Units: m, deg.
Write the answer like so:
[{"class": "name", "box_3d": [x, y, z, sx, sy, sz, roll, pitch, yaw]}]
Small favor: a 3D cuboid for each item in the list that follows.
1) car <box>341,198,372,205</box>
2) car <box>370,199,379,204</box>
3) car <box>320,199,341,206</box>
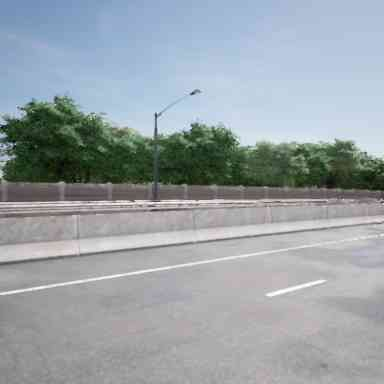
[{"class": "car", "box_3d": [20.537, 1.514, 40.011, 4.553, 1.767, 2.097, 1, 0, -35]}, {"class": "car", "box_3d": [22.548, 1.715, 37.147, 5.357, 1.411, 2.033, 1, 0, -35]}, {"class": "car", "box_3d": [18.305, 1.687, 42.720, 4.674, 1.442, 1.812, 1, -1, -35]}]
